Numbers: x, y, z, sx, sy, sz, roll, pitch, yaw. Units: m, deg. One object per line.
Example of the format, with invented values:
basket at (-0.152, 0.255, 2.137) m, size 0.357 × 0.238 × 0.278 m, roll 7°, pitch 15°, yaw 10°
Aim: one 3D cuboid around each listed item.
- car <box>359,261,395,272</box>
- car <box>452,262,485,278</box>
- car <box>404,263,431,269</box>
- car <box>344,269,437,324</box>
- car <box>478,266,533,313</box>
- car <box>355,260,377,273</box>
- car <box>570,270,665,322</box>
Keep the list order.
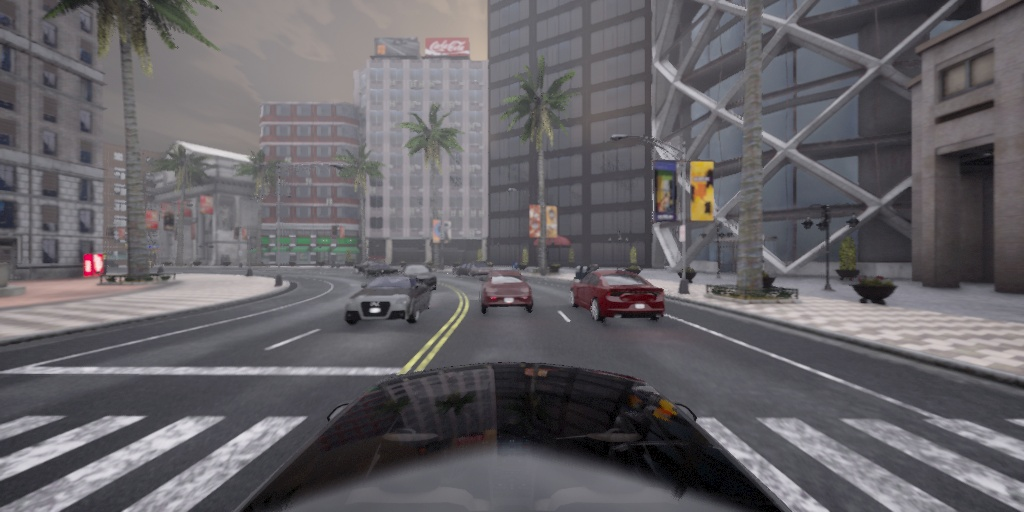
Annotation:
car at (-11.788, 1.355, 32.364) m, size 1.895 × 1.301 × 4.718 m, roll 0°, pitch 0°, yaw -41°
car at (-3.717, 1.301, 33.740) m, size 2.033 × 1.411 × 5.357 m, roll 0°, pitch 0°, yaw -35°
car at (-5.762, 1.230, 21.897) m, size 1.882 × 1.535 × 5.008 m, roll 0°, pitch 0°, yaw -20°
car at (-3.905, 1.315, 11.927) m, size 1.994 × 1.385 × 4.181 m, roll 0°, pitch 0°, yaw -3°
car at (-0.310, 1.277, 14.043) m, size 1.812 × 1.442 × 4.674 m, roll 0°, pitch 0°, yaw -5°
car at (-16.113, 1.233, 41.299) m, size 5.008 × 1.535 × 1.882 m, roll 0°, pitch 0°, yaw 34°
car at (3.345, 1.229, 12.338) m, size 1.882 × 1.535 × 5.008 m, roll 0°, pitch 0°, yaw -4°
